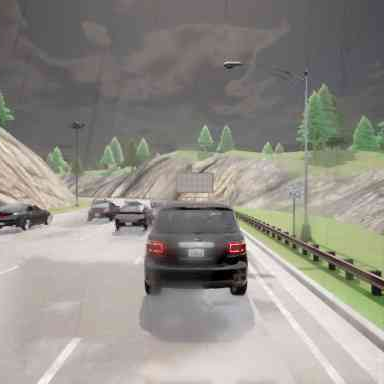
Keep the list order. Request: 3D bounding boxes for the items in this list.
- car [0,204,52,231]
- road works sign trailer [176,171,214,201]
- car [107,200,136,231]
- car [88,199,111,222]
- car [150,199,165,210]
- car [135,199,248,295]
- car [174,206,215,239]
[{"bbox_3d":[-10.425,1.503,20.655,1.837,1.490,4.892,0,0,0],"label":"car"},{"bbox_3d":[0.189,0.464,21.556,2.380,3.560,2.880,0,0,0],"label":"road works sign trailer"},{"bbox_3d":[-3.423,1.493,20.426,2.128,1.511,4.902,0,0,0],"label":"car"},{"bbox_3d":[-6.955,1.526,26.621,1.812,1.442,4.674,0,0,-1],"label":"car"},{"bbox_3d":[-4.522,1.600,43.521,1.895,1.301,4.718,0,0,-7],"label":"car"},{"bbox_3d":[0.088,1.221,8.833,2.150,2.045,5.566,0,0,0],"label":"car"},{"bbox_3d":[0.113,1.559,18.059,1.994,1.385,4.181,0,0,0],"label":"car"}]
